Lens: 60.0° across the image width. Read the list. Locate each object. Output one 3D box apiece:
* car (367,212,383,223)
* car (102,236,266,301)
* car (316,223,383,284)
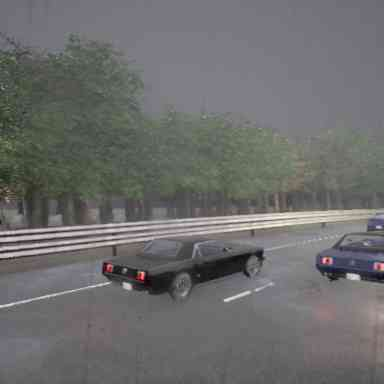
[{"bbox_3d":[13.215,2.050,22.177,4.674,1.442,1.812,2,-3,-44],"label":"car"},{"bbox_3d":[0.081,1.857,9.120,1.895,1.301,4.718,-2,-2,44],"label":"car"},{"bbox_3d":[5.453,1.791,9.637,1.895,1.301,4.718,-3,-2,44],"label":"car"}]
